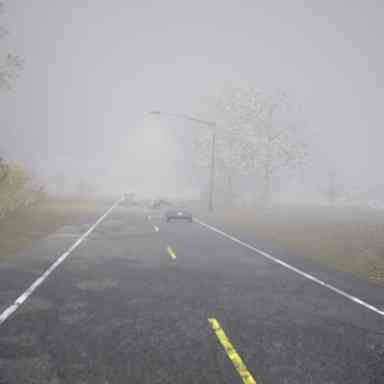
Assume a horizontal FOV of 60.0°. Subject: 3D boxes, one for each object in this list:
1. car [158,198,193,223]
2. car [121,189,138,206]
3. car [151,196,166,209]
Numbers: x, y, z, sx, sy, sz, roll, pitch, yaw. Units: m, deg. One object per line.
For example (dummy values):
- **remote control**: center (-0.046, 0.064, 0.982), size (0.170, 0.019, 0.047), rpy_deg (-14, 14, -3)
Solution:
- **car**: center (-1.182, 1.429, 24.862), size (1.994, 1.385, 4.181), rpy_deg (3, 0, -10)
- **car**: center (-7.985, 0.843, 42.612), size (2.097, 1.767, 4.553), rpy_deg (3, 0, -10)
- **car**: center (-3.824, 1.197, 39.501), size (1.837, 1.490, 4.892), rpy_deg (3, 1, -10)
